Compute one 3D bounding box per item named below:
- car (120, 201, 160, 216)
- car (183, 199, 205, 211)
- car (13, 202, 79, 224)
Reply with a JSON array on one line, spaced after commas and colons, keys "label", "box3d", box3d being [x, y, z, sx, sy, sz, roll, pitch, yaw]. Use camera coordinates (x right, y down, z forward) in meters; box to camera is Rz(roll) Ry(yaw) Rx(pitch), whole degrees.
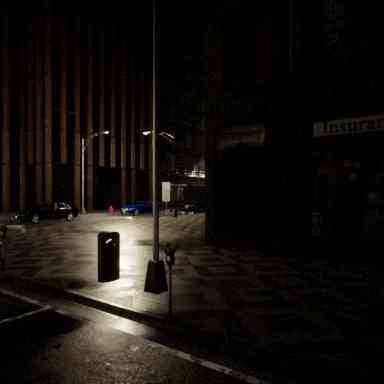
[{"label": "car", "box3d": [-5.251, 1.626, 34.184, 1.812, 1.442, 4.674, 0, 0, 36]}, {"label": "car", "box3d": [0.764, 1.628, 42.663, 2.128, 1.511, 4.902, 0, 0, 35]}, {"label": "car", "box3d": [-11.184, 1.568, 25.791, 1.837, 1.490, 4.892, 0, 0, 35]}]
